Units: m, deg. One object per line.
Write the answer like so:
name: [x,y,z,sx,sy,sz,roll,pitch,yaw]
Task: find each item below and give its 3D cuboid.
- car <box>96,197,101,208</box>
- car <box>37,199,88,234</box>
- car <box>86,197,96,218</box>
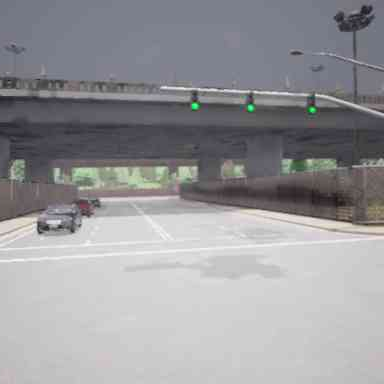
car: [-12.576,1.348,41.921,1.994,1.385,4.181,-1,1,-12]
car: [-7.489,1.439,19.093,2.128,1.511,4.902,-1,1,-13]
car: [-9.633,1.357,28.682,1.882,1.535,5.008,-1,1,-12]
